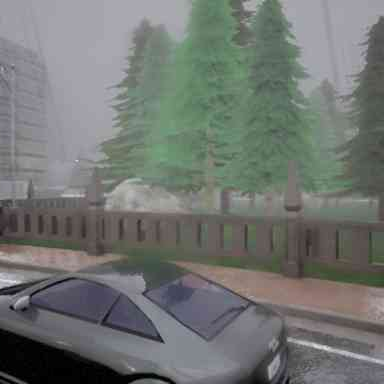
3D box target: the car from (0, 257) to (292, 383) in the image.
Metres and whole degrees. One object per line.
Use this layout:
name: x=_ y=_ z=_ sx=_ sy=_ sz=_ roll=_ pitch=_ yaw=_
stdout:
car: x=-1.002 y=1.527 z=3.998 sx=4.181 sy=1.385 sz=1.994 roll=0 pitch=1 yaw=30
